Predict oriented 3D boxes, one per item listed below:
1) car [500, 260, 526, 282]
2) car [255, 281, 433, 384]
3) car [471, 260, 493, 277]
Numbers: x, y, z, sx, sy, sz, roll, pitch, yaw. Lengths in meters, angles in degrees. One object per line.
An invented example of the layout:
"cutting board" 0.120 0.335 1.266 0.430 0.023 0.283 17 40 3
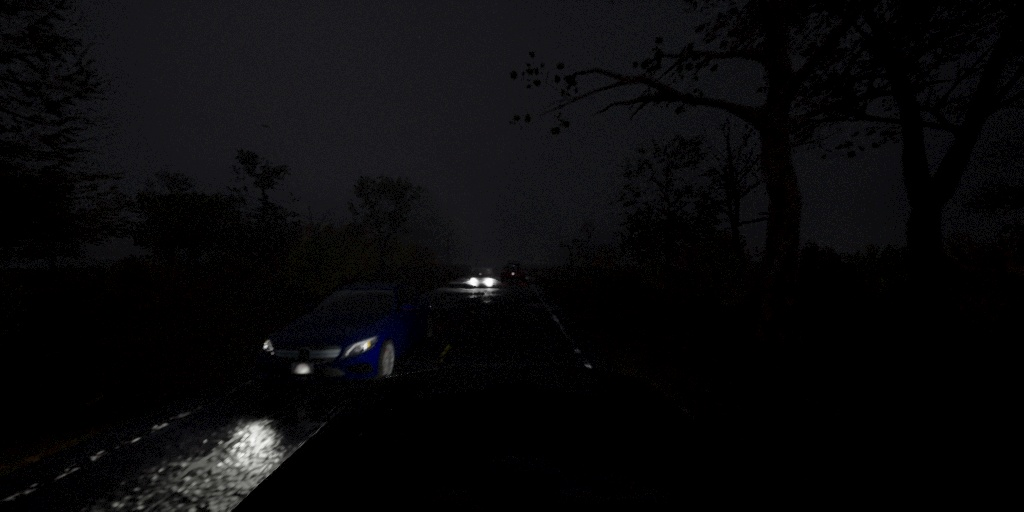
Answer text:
"car" 0.095 1.291 28.712 1.994 1.385 4.181 0 0 0
"car" -2.838 1.270 7.201 1.812 1.442 4.674 0 0 0
"car" -2.855 1.324 34.570 1.895 1.301 4.718 0 0 0
